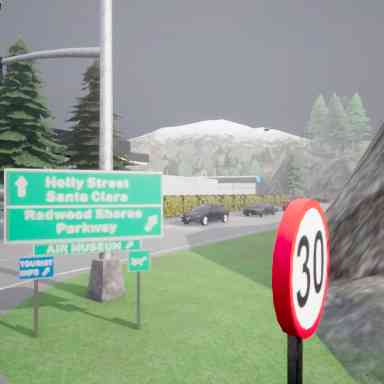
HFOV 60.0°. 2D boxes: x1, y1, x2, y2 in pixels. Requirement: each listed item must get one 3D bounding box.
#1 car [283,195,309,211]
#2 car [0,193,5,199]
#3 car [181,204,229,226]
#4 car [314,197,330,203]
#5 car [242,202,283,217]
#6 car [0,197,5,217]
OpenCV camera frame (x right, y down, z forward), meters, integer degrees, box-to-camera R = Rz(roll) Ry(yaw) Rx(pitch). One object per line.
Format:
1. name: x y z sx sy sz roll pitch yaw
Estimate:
1. car: 13.466 1.413 42.792 2.150 2.045 5.566 0 0 36
2. car: -38.508 1.489 69.971 4.514 1.523 2.007 0 0 35
3. car: 1.112 1.696 25.903 1.837 1.490 4.892 0 0 36
4. car: 28.344 1.787 74.860 1.895 1.301 4.718 0 0 -42
5. car: 7.169 1.739 34.222 2.033 1.411 5.357 0 0 36
6. car: -12.314 1.504 26.023 1.905 1.878 3.866 0 0 35
